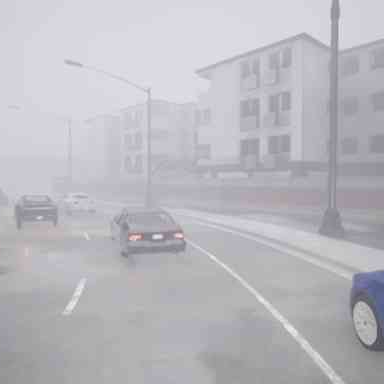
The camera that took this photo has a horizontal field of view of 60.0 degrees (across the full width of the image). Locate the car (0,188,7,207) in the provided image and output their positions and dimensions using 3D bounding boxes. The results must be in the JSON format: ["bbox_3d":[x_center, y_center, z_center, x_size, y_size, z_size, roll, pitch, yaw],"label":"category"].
[{"bbox_3d":[-18.135,0.371,29.965,2.097,1.767,4.553,-1,2,-40],"label":"car"}]

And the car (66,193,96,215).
[{"bbox_3d":[-8.275,0.773,23.407,1.812,1.442,4.674,-1,2,-37],"label":"car"}]

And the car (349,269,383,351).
[{"bbox_3d":[3.332,1.391,2.911,1.882,1.535,5.008,0,2,-3],"label":"car"}]

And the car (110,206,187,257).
[{"bbox_3d":[-1.709,1.185,11.419,2.033,1.411,5.357,0,2,-18],"label":"car"}]

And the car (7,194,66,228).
[{"bbox_3d":[-8.362,0.917,17.615,2.128,1.511,4.902,-1,2,-31],"label":"car"}]
